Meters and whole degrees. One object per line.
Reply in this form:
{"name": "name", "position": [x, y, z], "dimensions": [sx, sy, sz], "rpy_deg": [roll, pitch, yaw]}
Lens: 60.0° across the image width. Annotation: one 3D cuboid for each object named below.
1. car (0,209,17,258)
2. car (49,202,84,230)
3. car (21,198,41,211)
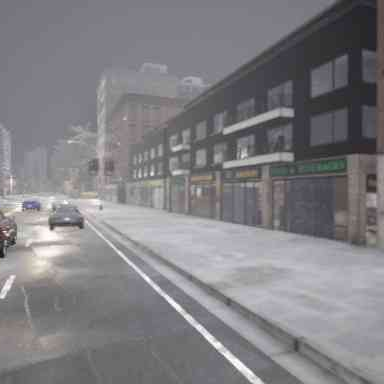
{"name": "car", "position": [-7.833, 1.326, 12.305], "dimensions": [2.097, 1.767, 4.553], "rpy_deg": [0, 0, -22]}
{"name": "car", "position": [-8.027, 1.546, 21.258], "dimensions": [1.994, 1.385, 4.181], "rpy_deg": [0, 0, -22]}
{"name": "car", "position": [-19.113, 1.422, 39.649], "dimensions": [1.882, 1.535, 5.008], "rpy_deg": [0, 0, -22]}
